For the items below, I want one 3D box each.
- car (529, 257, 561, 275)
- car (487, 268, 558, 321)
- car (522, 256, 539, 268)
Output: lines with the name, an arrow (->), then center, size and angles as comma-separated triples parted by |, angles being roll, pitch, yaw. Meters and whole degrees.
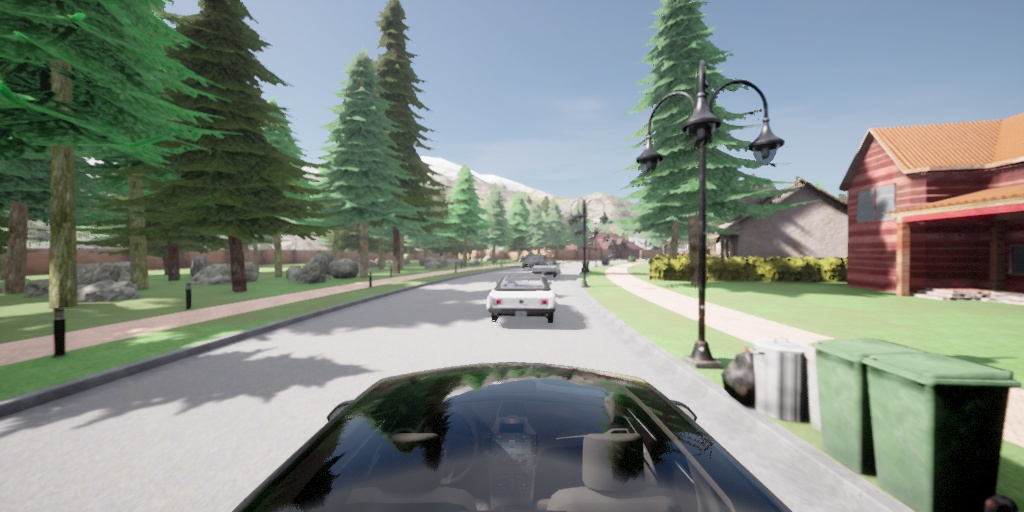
car -> 2.976, 1.026, 30.004 | 1.895, 1.301, 4.718 | 0, 1, 13
car -> 0.383, 1.235, 11.794 | 1.895, 1.301, 4.718 | 0, 1, 3
car -> 2.553, 0.793, 41.987 | 1.837, 1.490, 4.892 | 0, 1, 19
